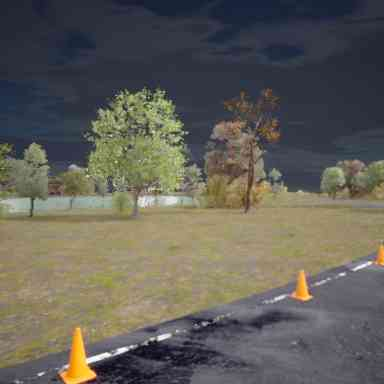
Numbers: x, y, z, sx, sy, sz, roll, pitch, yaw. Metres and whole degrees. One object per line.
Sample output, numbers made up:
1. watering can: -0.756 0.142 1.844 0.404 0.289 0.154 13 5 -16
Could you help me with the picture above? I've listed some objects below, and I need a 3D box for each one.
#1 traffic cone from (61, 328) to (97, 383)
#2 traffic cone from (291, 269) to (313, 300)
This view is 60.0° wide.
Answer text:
1. traffic cone: -1.403 1.975 4.105 0.340 0.580 0.340 0 0 -37
2. traffic cone: 2.367 1.962 7.144 0.340 0.580 0.340 0 0 -41
